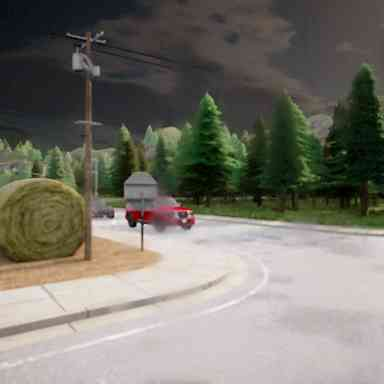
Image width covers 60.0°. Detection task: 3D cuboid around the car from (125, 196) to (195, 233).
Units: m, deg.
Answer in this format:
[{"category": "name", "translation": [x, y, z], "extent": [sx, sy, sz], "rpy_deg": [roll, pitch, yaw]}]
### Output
[{"category": "car", "translation": [-2.142, 1.260, 20.677], "extent": [2.150, 2.045, 5.566], "rpy_deg": [0, 0, -38]}]

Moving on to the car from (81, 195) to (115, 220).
[{"category": "car", "translation": [-8.396, 1.391, 28.584], "extent": [2.097, 1.767, 4.553], "rpy_deg": [0, 0, -38]}]
